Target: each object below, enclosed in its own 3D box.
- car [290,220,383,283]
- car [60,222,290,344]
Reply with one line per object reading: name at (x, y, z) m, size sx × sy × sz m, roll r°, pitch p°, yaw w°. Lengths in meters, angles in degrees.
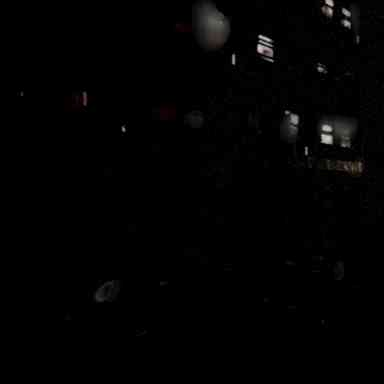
car at (4.283, 1.529, 9.612) m, size 4.507 × 1.381 × 1.887 m, roll 0°, pitch 0°, yaw -35°
car at (-0.307, 1.434, 6.339) m, size 4.097 × 1.590 × 1.967 m, roll 0°, pitch 0°, yaw -35°
